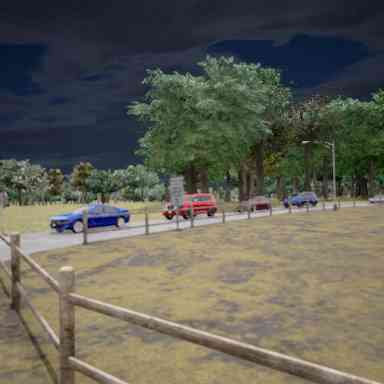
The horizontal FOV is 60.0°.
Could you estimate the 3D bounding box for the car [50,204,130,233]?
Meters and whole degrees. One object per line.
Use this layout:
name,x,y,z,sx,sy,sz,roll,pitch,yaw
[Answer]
car,-5.991,1.507,19.977,1.882,1.535,5.008,-2,-1,36

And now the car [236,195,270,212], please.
car,6.640,1.259,35.815,2.097,1.767,4.553,-2,-1,43

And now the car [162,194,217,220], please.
car,-0.060,1.200,27.989,2.150,2.045,5.566,-2,-1,38

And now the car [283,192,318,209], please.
car,14.062,1.040,42.966,5.566,2.045,2.150,-1,-1,-41

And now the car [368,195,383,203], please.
car,28.642,1.146,49.799,4.718,1.301,1.895,-1,-2,-30
